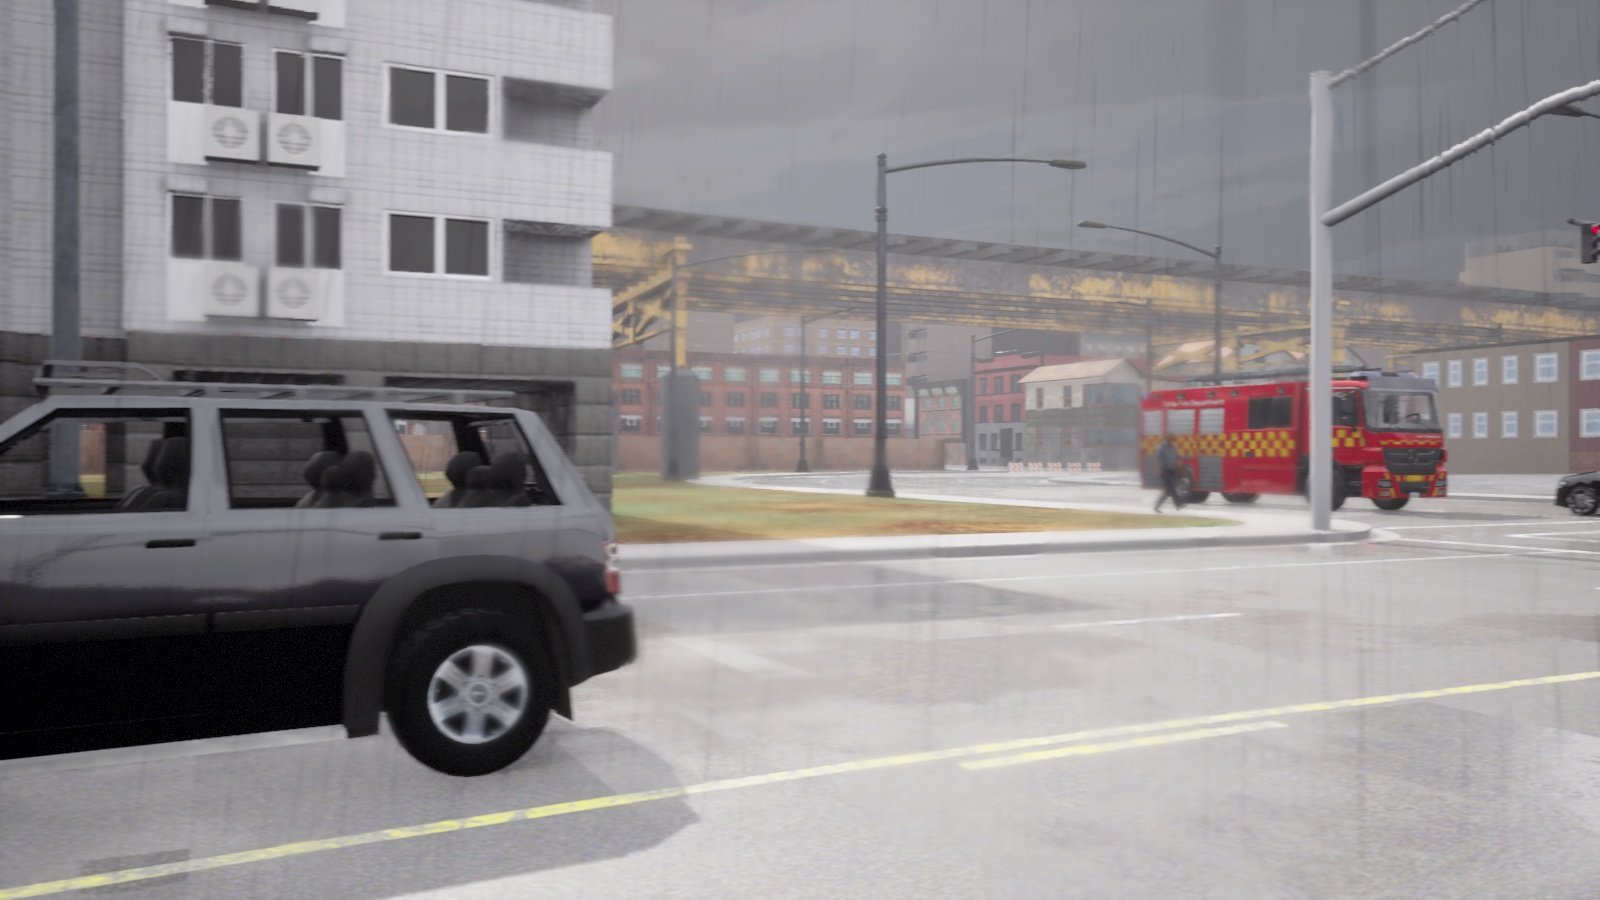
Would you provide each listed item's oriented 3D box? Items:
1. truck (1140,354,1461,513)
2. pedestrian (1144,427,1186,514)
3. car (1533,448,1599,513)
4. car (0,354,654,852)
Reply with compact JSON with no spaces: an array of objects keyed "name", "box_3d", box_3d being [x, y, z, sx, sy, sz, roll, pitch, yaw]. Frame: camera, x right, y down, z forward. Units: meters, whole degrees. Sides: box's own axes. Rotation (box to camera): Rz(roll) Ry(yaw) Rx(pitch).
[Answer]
[{"name":"truck","box_3d":[13.427,-0.386,34.729,2.891,3.827,8.468,0,0,-26]},{"name":"pedestrian","box_3d":[7.926,0.438,27.271,0.540,1.848,0.694,0,0,-27]},{"name":"car","box_3d":[20.091,0.716,29.187,2.128,1.511,4.902,0,0,-26]},{"name":"car","box_3d":[-3.177,0.575,5.699,4.605,1.855,1.932,0,0,-31]}]
